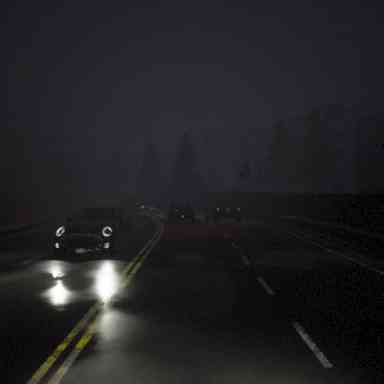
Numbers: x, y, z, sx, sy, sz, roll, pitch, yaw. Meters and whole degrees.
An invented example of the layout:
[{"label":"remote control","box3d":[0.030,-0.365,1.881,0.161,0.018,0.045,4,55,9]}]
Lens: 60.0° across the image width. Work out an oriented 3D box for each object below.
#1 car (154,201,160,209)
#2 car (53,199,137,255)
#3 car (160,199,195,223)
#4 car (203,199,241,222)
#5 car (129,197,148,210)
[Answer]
[{"label":"car","box3d":[-3.157,1.492,40.992,1.994,1.385,4.181,0,0,-29]},{"label":"car","box3d":[-3.680,1.329,13.103,2.097,1.767,4.553,0,0,-1]},{"label":"car","box3d":[-1.005,1.448,25.111,2.128,1.511,4.902,0,0,-10]},{"label":"car","box3d":[2.282,1.306,26.203,2.097,1.767,4.553,0,0,-10]},{"label":"car","box3d":[-6.918,1.435,40.529,1.837,1.490,4.892,1,0,-30]}]
